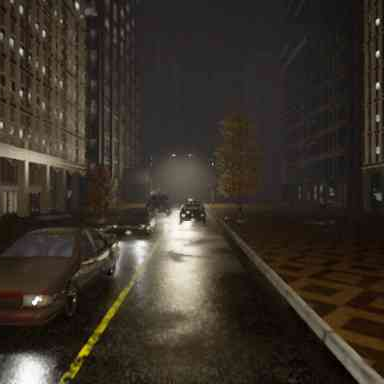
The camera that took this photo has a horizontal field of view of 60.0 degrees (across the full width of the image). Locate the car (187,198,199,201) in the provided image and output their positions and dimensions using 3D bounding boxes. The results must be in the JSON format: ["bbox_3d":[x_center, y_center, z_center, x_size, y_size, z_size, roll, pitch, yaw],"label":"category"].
[{"bbox_3d":[0.120,1.492,45.325,2.033,1.411,5.357,0,0,0],"label":"car"}]

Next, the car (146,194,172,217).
[{"bbox_3d":[-3.039,1.181,31.437,2.150,2.045,5.566,0,1,0],"label":"car"}]

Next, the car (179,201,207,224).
[{"bbox_3d":[0.063,1.573,24.303,1.895,1.301,4.718,0,0,1],"label":"car"}]

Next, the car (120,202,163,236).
[{"bbox_3d":[-2.991,1.527,18.367,2.033,1.411,5.357,0,0,0],"label":"car"}]

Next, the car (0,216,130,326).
[{"bbox_3d":[-3.014,1.539,7.560,2.033,1.411,5.357,0,0,1],"label":"car"}]
